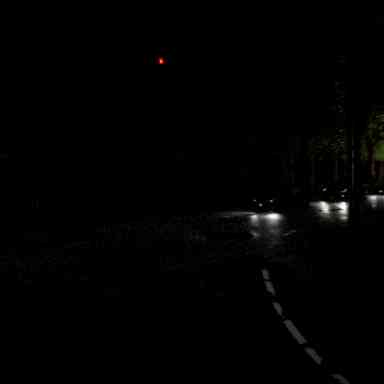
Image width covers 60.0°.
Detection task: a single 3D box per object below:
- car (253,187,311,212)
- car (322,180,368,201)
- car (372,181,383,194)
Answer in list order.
[{"bbox_3d":[6.018,0.399,21.962,4.674,1.442,1.812,-4,2,-39],"label":"car"},{"bbox_3d":[12.750,-0.229,27.753,4.553,1.767,2.097,-4,2,-41],"label":"car"},{"bbox_3d":[20.263,-0.476,34.202,4.718,1.301,1.895,-4,2,-41],"label":"car"}]
